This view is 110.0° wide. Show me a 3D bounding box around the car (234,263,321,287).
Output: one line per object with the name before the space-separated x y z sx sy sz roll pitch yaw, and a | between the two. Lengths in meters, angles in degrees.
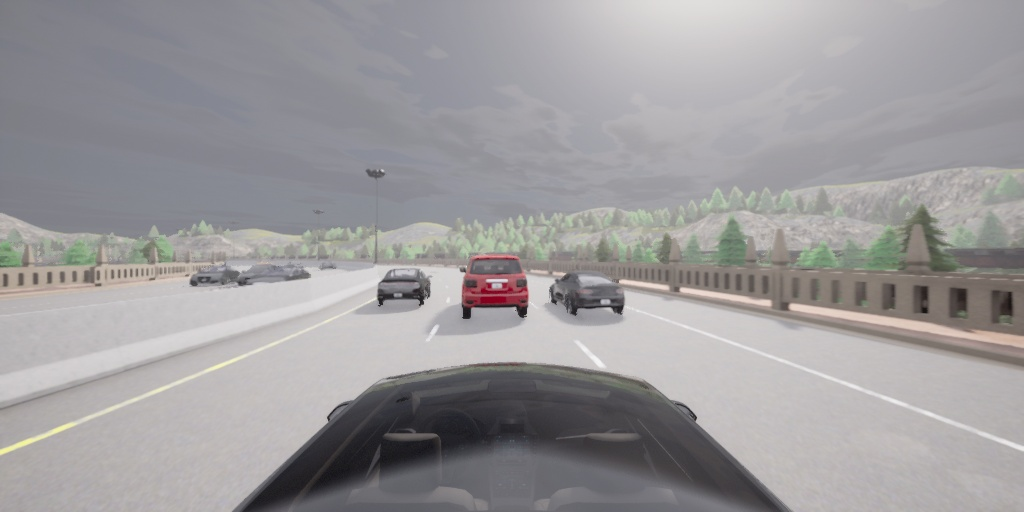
car | -12.643 1.321 19.761 2.128 1.511 4.902 0 0 -12

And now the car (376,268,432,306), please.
car | -4.692 1.284 16.029 2.128 1.511 4.902 0 0 -8

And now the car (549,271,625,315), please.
car | 2.697 1.284 13.563 1.812 1.442 4.674 0 0 -6

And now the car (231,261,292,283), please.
car | -17.658 1.364 25.574 1.837 1.490 4.892 0 0 -16

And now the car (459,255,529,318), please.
car | -0.756 0.994 13.387 2.150 2.045 5.566 0 0 -7

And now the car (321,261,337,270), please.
car | -29.057 1.518 56.799 1.994 1.385 4.181 0 0 -35

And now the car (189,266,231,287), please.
car | -21.520 1.440 26.290 1.994 1.385 4.181 0 0 -17
